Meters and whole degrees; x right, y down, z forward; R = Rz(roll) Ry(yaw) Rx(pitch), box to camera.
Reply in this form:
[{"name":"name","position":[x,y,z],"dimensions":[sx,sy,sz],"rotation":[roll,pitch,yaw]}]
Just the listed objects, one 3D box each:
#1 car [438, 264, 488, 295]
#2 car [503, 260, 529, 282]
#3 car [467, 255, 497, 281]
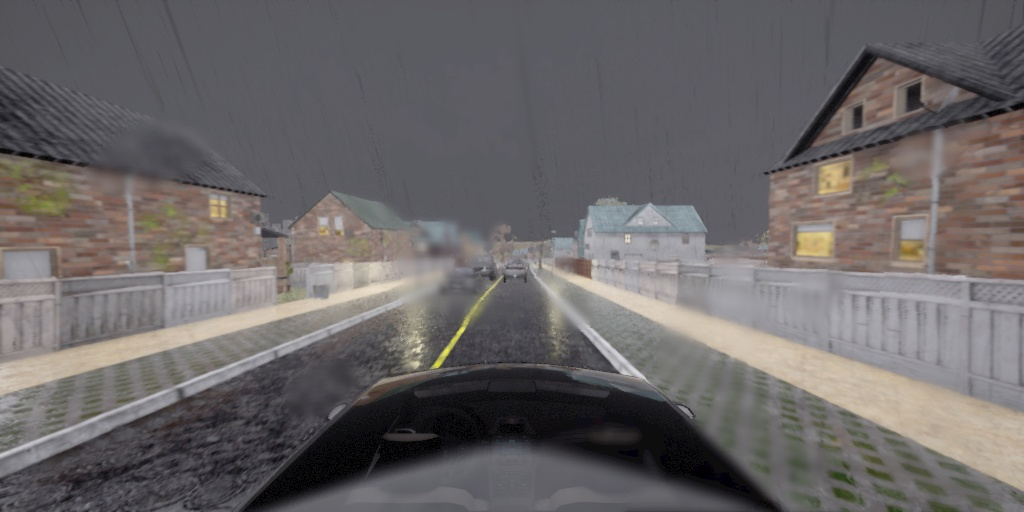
[{"name":"car","position":[-2.637,1.299,19.417],"dimensions":[1.994,1.385,4.181],"rotation":[0,0,1]},{"name":"car","position":[0.287,1.238,28.517],"dimensions":[2.128,1.511,4.902],"rotation":[0,0,2]},{"name":"car","position":[-2.464,0.967,30.127],"dimensions":[2.150,2.045,5.566],"rotation":[0,0,1]}]
